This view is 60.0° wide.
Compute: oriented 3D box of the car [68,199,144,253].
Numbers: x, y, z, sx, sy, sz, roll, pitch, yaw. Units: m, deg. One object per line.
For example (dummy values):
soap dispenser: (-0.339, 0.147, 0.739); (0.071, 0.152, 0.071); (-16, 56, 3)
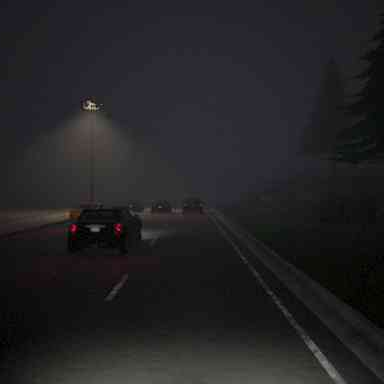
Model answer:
car: (-3.396, 1.352, 13.802); (2.097, 1.767, 4.553); (0, 0, 0)

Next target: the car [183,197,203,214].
car: (0.108, 1.352, 35.371); (2.097, 1.767, 4.553); (0, 0, 0)

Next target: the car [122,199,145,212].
car: (-6.849, 1.563, 39.326); (1.994, 1.385, 4.181); (0, 0, 0)

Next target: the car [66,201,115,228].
car: (-6.893, 1.477, 23.220); (1.882, 1.535, 5.008); (0, 0, 0)

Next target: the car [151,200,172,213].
car: (-3.378, 1.563, 37.325); (1.994, 1.385, 4.181); (0, 0, 0)

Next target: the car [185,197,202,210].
car: (0.281, 1.491, 44.583); (2.128, 1.511, 4.902); (0, 0, 2)
